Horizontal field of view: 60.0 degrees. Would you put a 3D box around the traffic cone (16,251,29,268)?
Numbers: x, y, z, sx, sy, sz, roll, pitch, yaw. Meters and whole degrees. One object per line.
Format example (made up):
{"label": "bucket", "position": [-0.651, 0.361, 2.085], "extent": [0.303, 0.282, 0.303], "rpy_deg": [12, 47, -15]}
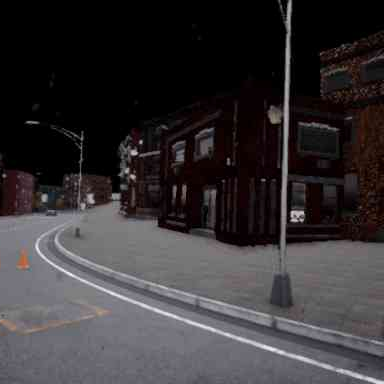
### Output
{"label": "traffic cone", "position": [-6.194, 2.448, 12.197], "extent": [0.340, 0.580, 0.340], "rpy_deg": [-2, -4, 44]}

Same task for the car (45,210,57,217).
{"label": "car", "position": [-29.565, 4.435, 69.783], "extent": [1.882, 1.535, 5.008], "rpy_deg": [3, -3, -16]}
